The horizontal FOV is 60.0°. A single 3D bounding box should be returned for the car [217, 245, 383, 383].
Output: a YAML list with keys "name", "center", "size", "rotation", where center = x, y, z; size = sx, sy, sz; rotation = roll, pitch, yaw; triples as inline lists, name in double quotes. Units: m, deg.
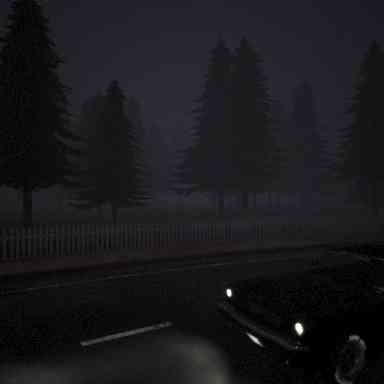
- name: "car"
  center: [2.803, 1.598, 5.285]
  size: [4.718, 1.301, 1.895]
  rotation: [0, 0, -26]
